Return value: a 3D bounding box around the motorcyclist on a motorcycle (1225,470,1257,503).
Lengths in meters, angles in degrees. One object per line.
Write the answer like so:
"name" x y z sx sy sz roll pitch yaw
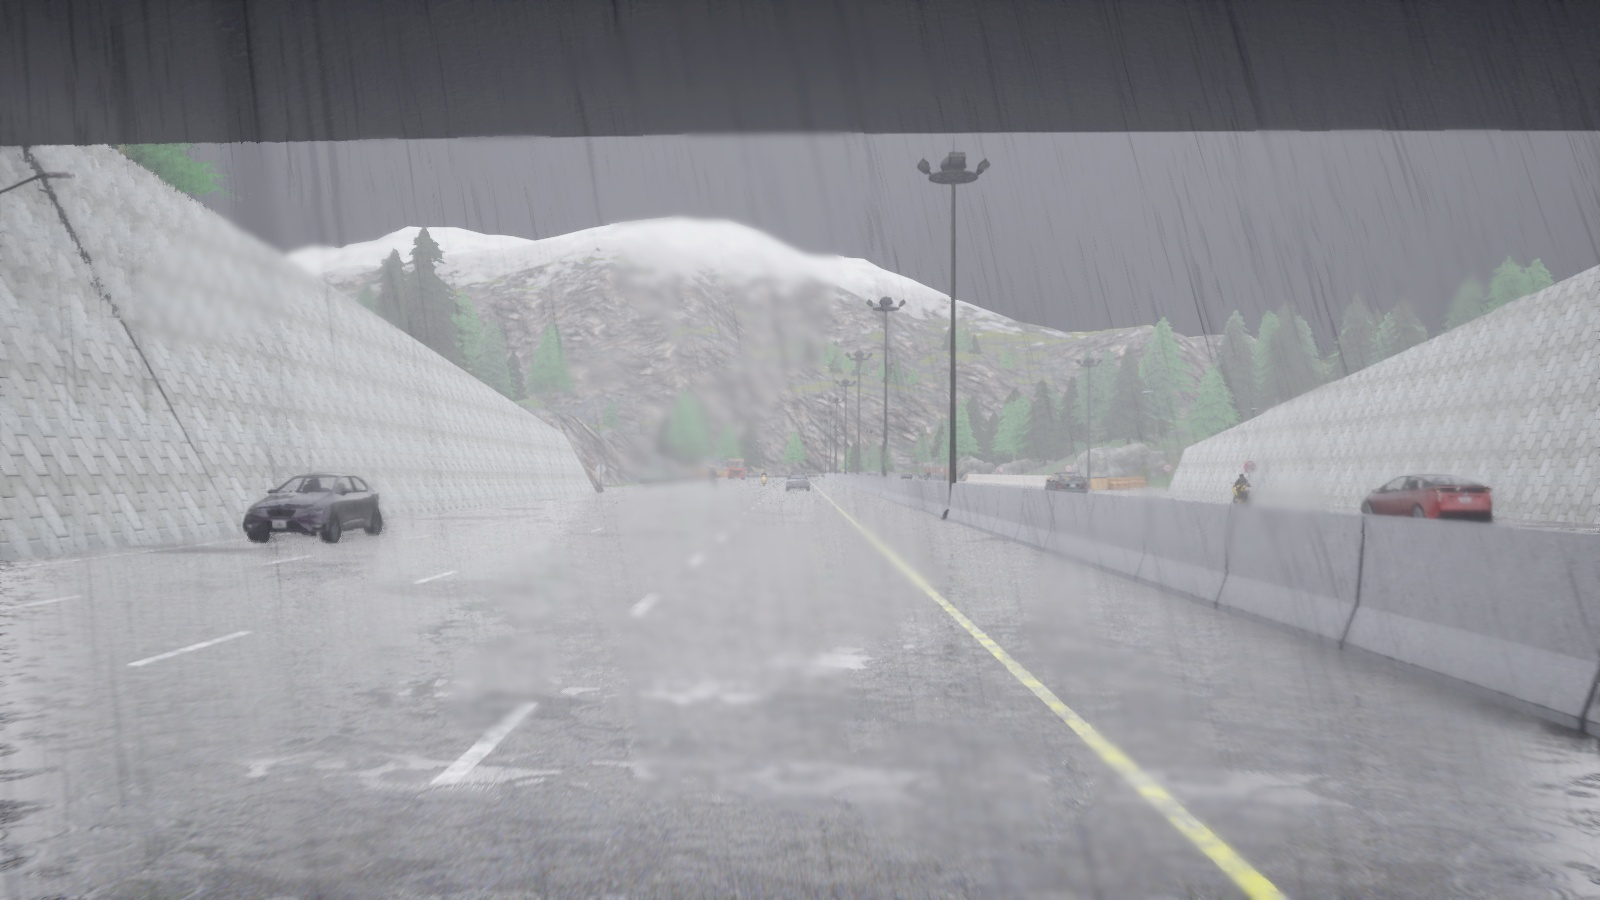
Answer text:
"motorcyclist on a motorcycle" 20.911 1.710 59.556 0.797 1.523 2.044 0 -1 0

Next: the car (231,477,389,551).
"car" -10.547 1.329 27.383 1.816 1.474 4.193 0 -1 0

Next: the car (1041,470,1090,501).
"car" 13.902 1.841 65.982 1.789 1.549 3.705 0 -1 0

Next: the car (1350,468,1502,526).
"car" 17.442 1.282 35.260 2.007 1.525 4.514 0 -1 0

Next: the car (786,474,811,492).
"car" -0.139 2.558 98.082 1.895 1.301 4.718 0 -1 0
